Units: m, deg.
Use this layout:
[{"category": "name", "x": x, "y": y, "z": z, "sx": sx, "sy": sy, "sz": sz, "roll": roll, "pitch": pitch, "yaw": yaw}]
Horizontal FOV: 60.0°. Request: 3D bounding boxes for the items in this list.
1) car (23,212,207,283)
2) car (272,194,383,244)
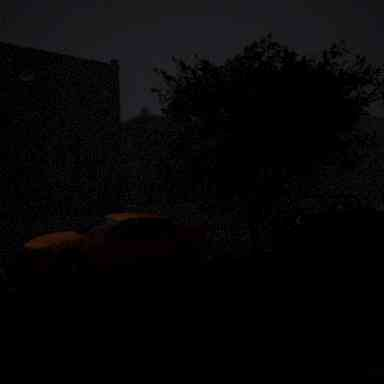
[{"category": "car", "x": -1.922, "y": 1.341, "z": 9.300, "sx": 5.008, "sy": 1.535, "sz": 2.097, "roll": 0, "pitch": 0, "yaw": -33}, {"category": "car", "x": 6.114, "y": 1.102, "z": 15.054, "sx": 5.566, "sy": 2.045, "sz": 2.435, "roll": 0, "pitch": 0, "yaw": -35}]
